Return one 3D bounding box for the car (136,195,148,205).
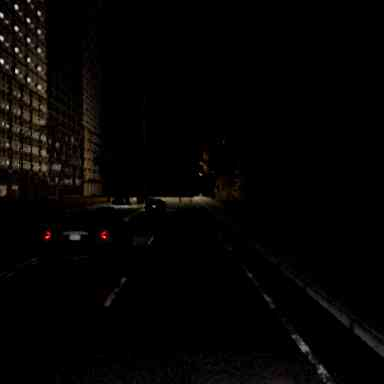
[{"bbox_3d":[-7.478,1.207,50.873,1.882,1.535,5.008,0,0,-1],"label":"car"}]

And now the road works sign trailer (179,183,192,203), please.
[{"bbox_3d":[-1.130,0.129,61.730,2.380,3.560,2.880,0,0,-1],"label":"road works sign trailer"}]

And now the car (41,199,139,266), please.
[{"bbox_3d":[-3.310,1.292,11.441,2.097,1.767,4.553,0,0,-1],"label":"car"}]

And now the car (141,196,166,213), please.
[{"bbox_3d":[-3.749,1.378,34.602,1.994,1.385,4.181,0,0,-1],"label":"car"}]

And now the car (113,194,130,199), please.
[{"bbox_3d":[-10.722,1.087,50.534,2.097,1.767,4.553,0,0,-1],"label":"car"}]
